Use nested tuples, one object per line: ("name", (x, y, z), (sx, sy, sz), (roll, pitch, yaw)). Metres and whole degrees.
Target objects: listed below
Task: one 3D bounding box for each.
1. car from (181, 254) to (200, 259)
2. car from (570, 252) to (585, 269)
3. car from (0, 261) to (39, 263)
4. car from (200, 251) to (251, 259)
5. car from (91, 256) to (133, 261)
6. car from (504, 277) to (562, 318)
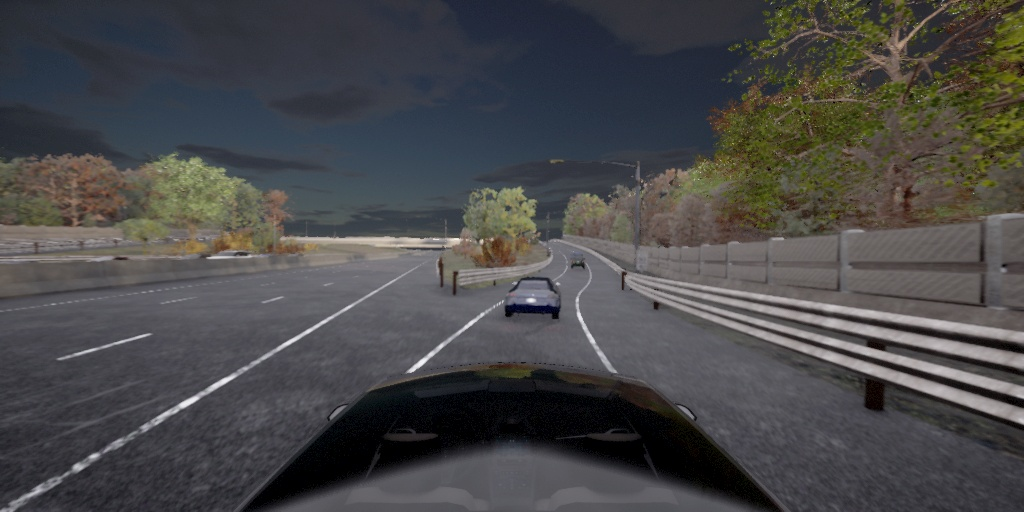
("car", (-34.115, 0.529, 38.638), (2.097, 1.767, 4.553), (0, 0, -11))
("car", (10.368, 0.925, 56.510), (2.150, 2.045, 5.566), (1, 3, 9))
("car", (-26.741, 0.938, 19.064), (1.994, 1.385, 4.181), (0, 0, -11))
("car", (-30.629, 0.424, 39.041), (2.150, 2.045, 5.566), (0, 0, -11))
("car", (-36.509, 0.730, 32.541), (1.812, 1.442, 4.674), (0, 1, -11))
("car", (0.934, 1.498, 14.113), (1.994, 1.385, 4.181), (1, -1, 8))
